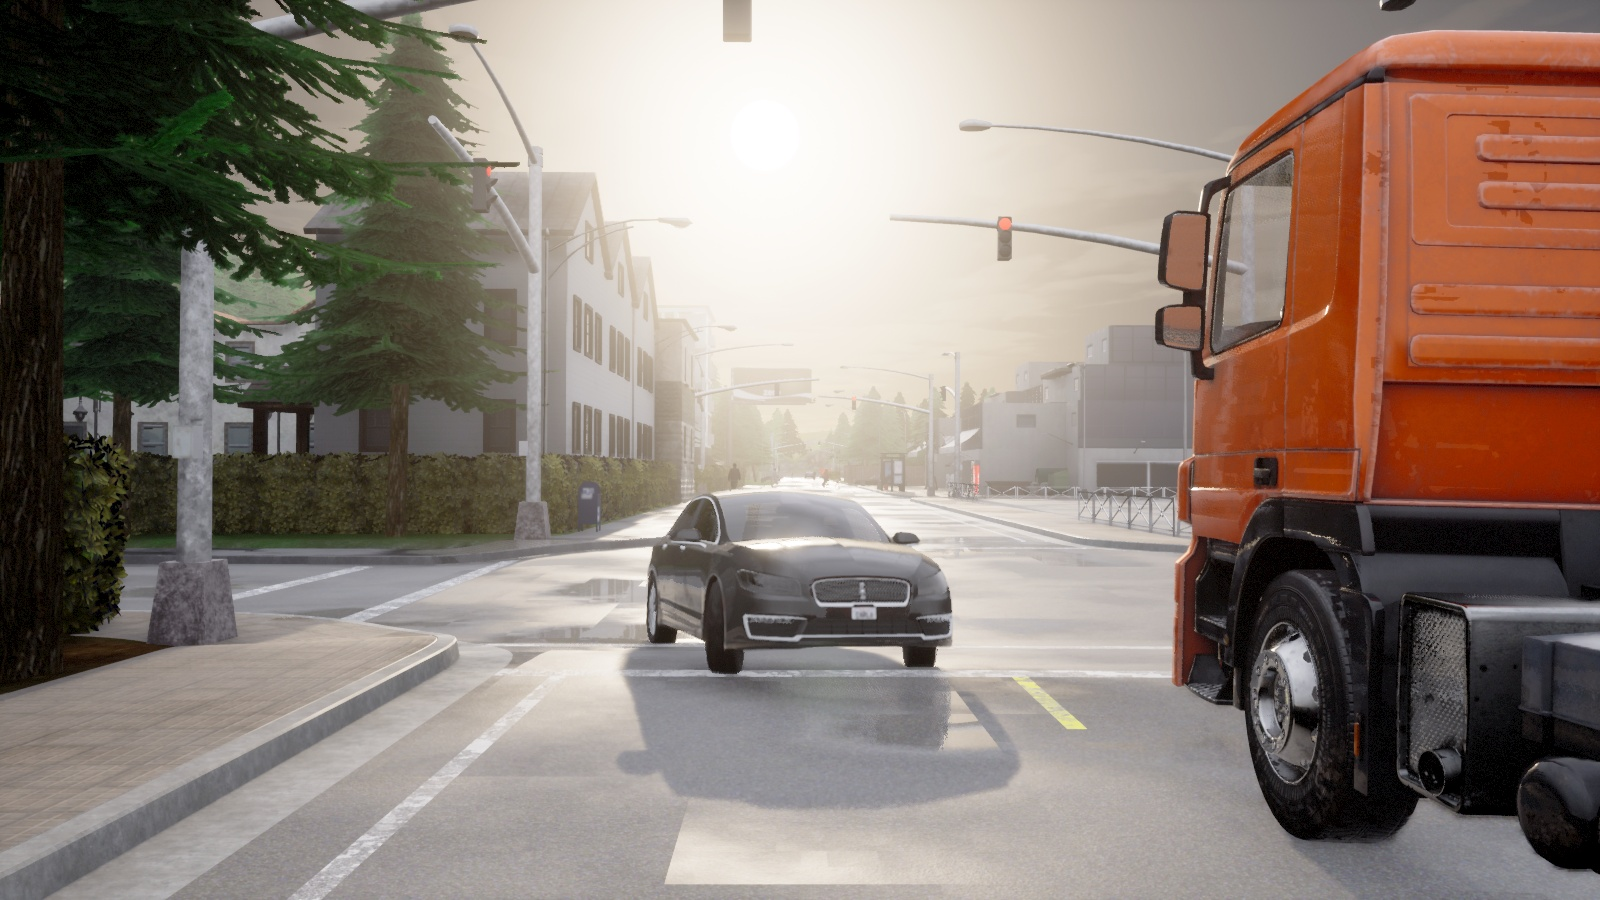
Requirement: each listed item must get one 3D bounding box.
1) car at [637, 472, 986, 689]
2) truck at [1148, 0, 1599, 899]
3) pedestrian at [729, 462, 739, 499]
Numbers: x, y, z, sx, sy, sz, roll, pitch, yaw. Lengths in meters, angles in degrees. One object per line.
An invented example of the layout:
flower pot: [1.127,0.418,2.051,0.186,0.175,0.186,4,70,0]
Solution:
car: [-0.188,1.100,11.246,1.837,1.490,4.892,1,-5,-15]
truck: [3.467,-0.063,3.129,2.891,3.462,7.936,1,0,0]
pedestrian: [-3.318,1.544,63.238,0.431,1.840,0.703,0,-1,-1]
